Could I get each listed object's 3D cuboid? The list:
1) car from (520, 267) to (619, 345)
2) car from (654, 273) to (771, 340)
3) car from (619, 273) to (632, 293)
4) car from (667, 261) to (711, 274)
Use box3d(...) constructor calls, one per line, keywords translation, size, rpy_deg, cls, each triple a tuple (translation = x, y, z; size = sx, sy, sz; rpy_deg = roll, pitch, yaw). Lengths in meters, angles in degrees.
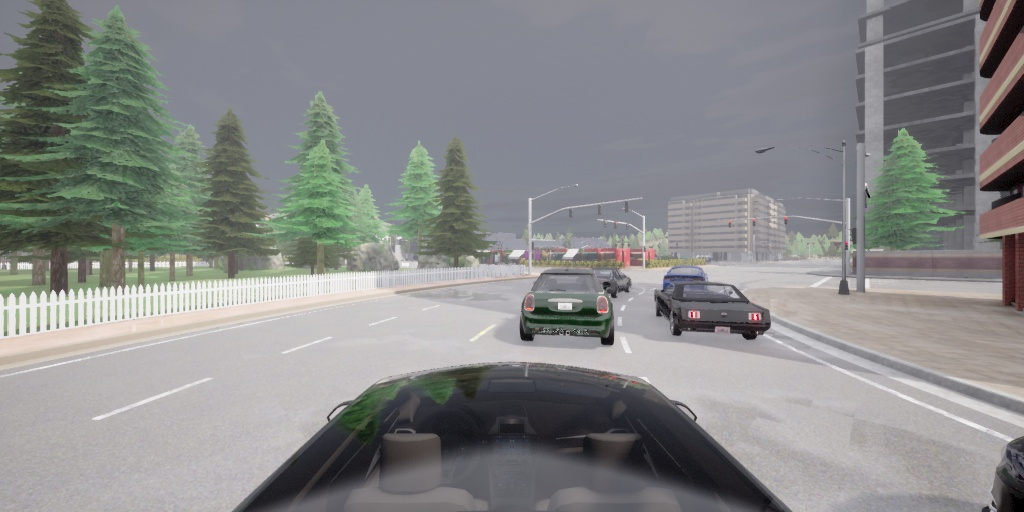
box3d(translation=(1.598, 1.102, 9.792), size=(2.097, 1.767, 4.553), rpy_deg=(0, 0, 12), cls="car")
box3d(translation=(5.227, 1.351, 10.092), size=(1.895, 1.301, 4.718), rpy_deg=(0, 0, 14), cls="car")
box3d(translation=(4.827, 1.297, 18.552), size=(2.033, 1.411, 5.357), rpy_deg=(0, 0, 29), cls="car")
box3d(translation=(9.082, 1.228, 18.605), size=(1.882, 1.535, 5.008), rpy_deg=(0, 0, 30), cls="car")
